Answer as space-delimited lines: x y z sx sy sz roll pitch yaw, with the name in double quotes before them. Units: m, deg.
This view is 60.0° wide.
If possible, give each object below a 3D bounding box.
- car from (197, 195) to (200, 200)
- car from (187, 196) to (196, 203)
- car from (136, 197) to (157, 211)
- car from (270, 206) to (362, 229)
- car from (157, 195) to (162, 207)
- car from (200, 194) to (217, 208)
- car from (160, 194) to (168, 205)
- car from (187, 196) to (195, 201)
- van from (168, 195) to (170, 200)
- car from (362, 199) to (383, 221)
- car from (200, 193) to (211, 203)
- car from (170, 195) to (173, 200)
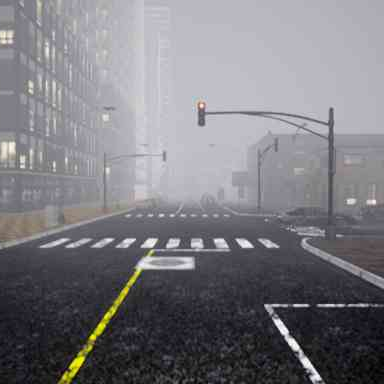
"car" 2.539 1.322 58.911 2.192 1.841 5.009 -1 0 0
"car" -0.161 1.533 69.796 2.128 1.511 4.902 0 0 0
"car" -5.935 1.529 41.844 1.752 1.417 4.829 -1 0 0
"car" 7.943 1.646 22.009 5.357 1.411 2.033 1 1 -5
"car" -5.778 1.571 47.657 1.947 1.339 4.313 -1 0 0
"car" 2.568 1.445 47.623 1.967 1.590 4.097 -1 0 0
"car" -5.804 1.573 58.946 1.947 1.339 4.313 -1 0 0
"car" -0.183 1.527 78.989 1.895 1.301 4.718 0 0 0
"van" -5.821 1.349 64.590 1.690 1.788 3.998 -1 0 0
"car" 16.465 1.424 27.367 5.009 1.841 2.192 1 0 1
"car" 2.936 1.237 73.562 2.150 2.045 5.566 0 0 0
"car" -5.871 1.538 86.997 1.752 1.417 4.829 -1 0 0
